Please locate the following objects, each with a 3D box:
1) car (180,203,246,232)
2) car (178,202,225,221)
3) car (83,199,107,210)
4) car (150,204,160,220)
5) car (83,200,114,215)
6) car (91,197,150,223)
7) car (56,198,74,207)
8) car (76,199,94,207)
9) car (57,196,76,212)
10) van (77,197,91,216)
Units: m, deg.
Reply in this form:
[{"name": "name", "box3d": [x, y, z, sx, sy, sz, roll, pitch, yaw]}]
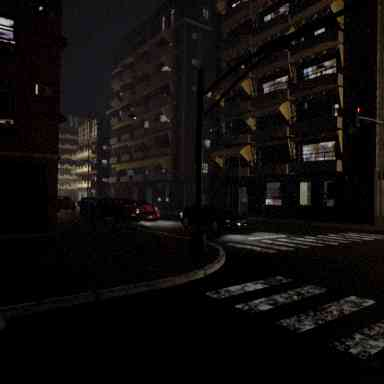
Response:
[{"name": "car", "box3d": [1.155, 1.527, 20.215, 1.837, 1.490, 4.892, 1, -1, -36]}, {"name": "car", "box3d": [0.757, 1.686, 30.093, 1.752, 1.417, 4.829, 1, -1, -35]}, {"name": "car", "box3d": [-13.436, 1.748, 45.907, 1.994, 1.385, 4.181, 1, -1, -35]}, {"name": "car", "box3d": [-4.570, 1.405, 28.263, 2.097, 1.767, 4.553, 1, -1, -35]}, {"name": "car", "box3d": [-10.273, 1.651, 36.332, 1.994, 1.385, 4.181, 1, -1, -35]}, {"name": "car", "box3d": [-5.574, 1.310, 25.408, 2.192, 1.841, 5.009, 1, -1, -35]}, {"name": "car", "box3d": [-22.455, 1.752, 58.664, 1.837, 1.490, 4.892, 1, -1, -35]}, {"name": "car", "box3d": [-18.455, 1.867, 57.271, 1.802, 1.307, 4.206, 1, -1, -35]}, {"name": "car", "box3d": [-15.230, 1.368, 39.066, 2.192, 1.841, 5.009, 1, -1, -35]}, {"name": "van", "box3d": [-8.794, 1.355, 29.960, 1.690, 1.788, 3.998, 1, -1, -35]}]
